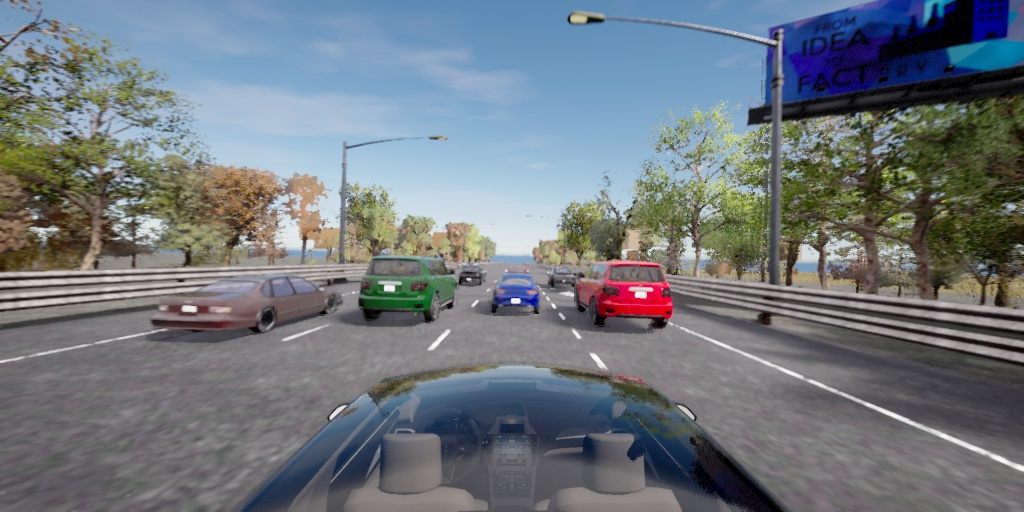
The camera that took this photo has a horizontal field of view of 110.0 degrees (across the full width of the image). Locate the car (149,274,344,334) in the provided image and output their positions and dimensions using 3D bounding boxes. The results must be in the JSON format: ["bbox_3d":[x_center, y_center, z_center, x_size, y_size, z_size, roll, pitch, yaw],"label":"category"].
[{"bbox_3d":[-6.917,1.219,10.258,2.033,1.411,5.357,1,-1,1],"label":"car"}]

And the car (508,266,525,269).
[{"bbox_3d":[0.401,1.586,30.330,1.882,1.535,5.008,1,-1,1],"label":"car"}]

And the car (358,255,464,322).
[{"bbox_3d":[-3.358,1.016,12.666,2.150,2.045,5.566,1,0,1],"label":"car"}]

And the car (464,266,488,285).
[{"bbox_3d":[-3.126,1.507,28.977,1.837,1.490,4.892,1,0,1],"label":"car"}]

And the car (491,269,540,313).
[{"bbox_3d":[0.175,1.435,14.861,1.812,1.442,4.674,1,-1,1],"label":"car"}]

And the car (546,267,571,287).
[{"bbox_3d":[3.870,1.671,28.788,2.128,1.511,4.902,1,-1,1],"label":"car"}]

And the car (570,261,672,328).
[{"bbox_3d":[3.640,1.196,12.651,2.150,2.045,5.566,1,0,1],"label":"car"}]
